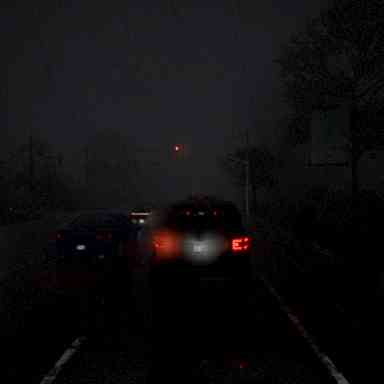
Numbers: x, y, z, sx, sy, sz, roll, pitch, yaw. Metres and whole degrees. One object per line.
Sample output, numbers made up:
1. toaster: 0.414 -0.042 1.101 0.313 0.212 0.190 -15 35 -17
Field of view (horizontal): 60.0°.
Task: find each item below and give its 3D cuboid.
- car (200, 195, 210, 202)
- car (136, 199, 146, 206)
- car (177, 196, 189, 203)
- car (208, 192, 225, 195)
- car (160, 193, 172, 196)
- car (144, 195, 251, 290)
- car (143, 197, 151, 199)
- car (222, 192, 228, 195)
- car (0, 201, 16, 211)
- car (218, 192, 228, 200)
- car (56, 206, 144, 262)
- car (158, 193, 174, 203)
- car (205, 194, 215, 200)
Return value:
1. car: 3.156 1.474 79.013 1.812 1.442 4.674 0 0 10
2. car: -2.806 1.479 21.657 2.128 1.511 4.902 0 0 2
3. car: -1.852 1.486 69.543 1.812 1.442 4.674 0 0 8
4. car: 0.596 1.210 19.560 2.150 2.045 5.566 0 0 2
5. car: -3.903 1.447 54.036 1.882 1.535 5.008 0 0 7
6. car: 0.254 1.216 9.227 2.150 2.045 5.566 0 0 1
7. car: -7.357 1.533 54.608 1.994 1.385 4.181 0 0 7
8. car: 6.611 1.306 78.457 2.097 1.767 4.553 0 0 10
9. car: -23.209 1.532 38.217 5.357 1.411 2.033 0 0 7
10. car: 8.399 1.044 88.623 2.150 2.045 5.566 0 0 11
11. car: -3.169 1.471 12.167 1.882 1.535 5.008 0 0 2
12. car: -5.368 1.186 69.688 2.150 2.045 5.566 0 0 8
13. car: 4.873 1.340 88.815 2.033 1.411 5.357 0 0 11
